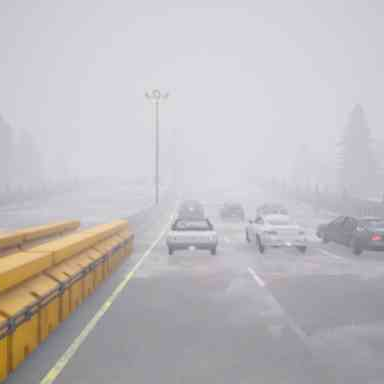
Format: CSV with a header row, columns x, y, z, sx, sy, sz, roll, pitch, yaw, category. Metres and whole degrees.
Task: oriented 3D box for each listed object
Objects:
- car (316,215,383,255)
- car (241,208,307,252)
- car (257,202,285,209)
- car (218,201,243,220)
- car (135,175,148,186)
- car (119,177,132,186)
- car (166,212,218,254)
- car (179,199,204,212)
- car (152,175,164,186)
x,y,z,sx,sy,sz,roll,pitch,yaw,category
7.010,1.680,13.989,2.033,1.411,5.357,0,-1,0,car
3.512,1.662,14.392,1.812,1.442,4.674,0,0,0,car
6.943,1.614,29.019,2.033,1.411,5.357,0,2,0,car
3.444,1.566,29.288,1.837,1.490,4.892,0,2,0,car
-10.762,-2.444,71.137,2.150,2.045,5.566,0,6,0,car
-14.262,-2.321,71.193,2.097,1.767,4.553,0,6,0,car
0.010,1.734,14.107,1.895,1.301,4.718,0,0,0,car
-0.056,1.414,29.069,2.097,1.767,4.553,0,2,0,car
-7.262,-2.444,71.154,2.150,2.045,5.566,0,6,0,car
